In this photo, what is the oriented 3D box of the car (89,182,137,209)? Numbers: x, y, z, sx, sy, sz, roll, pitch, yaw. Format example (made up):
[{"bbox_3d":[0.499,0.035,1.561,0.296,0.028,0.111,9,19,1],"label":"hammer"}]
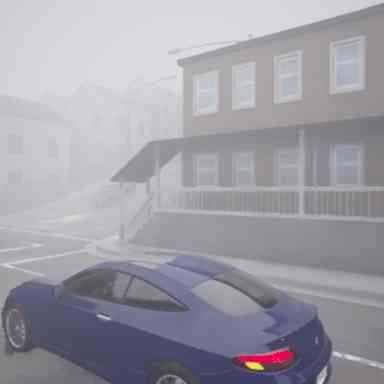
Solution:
[{"bbox_3d":[-7.039,0.054,29.663,2.128,1.511,4.902,0,21,35],"label":"car"}]

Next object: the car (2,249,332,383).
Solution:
[{"bbox_3d":[-0.664,1.519,4.439,4.674,1.442,1.812,0,0,36],"label":"car"}]
